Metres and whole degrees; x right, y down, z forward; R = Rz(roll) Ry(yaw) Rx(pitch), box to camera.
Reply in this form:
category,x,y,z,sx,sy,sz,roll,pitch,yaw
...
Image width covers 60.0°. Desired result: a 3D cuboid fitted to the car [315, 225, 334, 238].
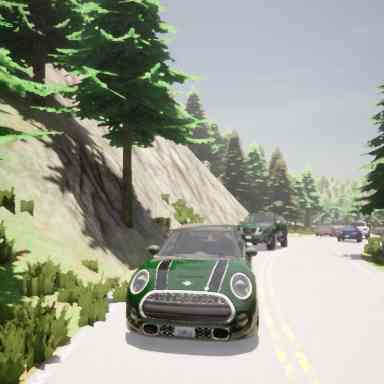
category,x,y,z,sx,sy,sz,roll,pitch,yaw
car,15.931,4.679,39.520,1.812,1.442,4.674,0,-5,31

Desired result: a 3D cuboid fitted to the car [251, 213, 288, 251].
category,x,y,z,sx,sy,sz,roll,pitch,yaw
car,4.177,2.249,19.658,2.150,2.045,5.566,-1,-5,27

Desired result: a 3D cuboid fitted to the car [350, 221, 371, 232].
category,x,y,z,sx,sy,sz,roll,pitch,yaw
car,20.323,4.631,40.451,2.150,2.045,5.566,0,-6,31

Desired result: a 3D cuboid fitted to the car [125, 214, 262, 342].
category,x,y,z,sx,sy,sz,roll,pitch,yaw
car,0.249,1.485,6.978,2.097,1.767,4.553,0,-2,9

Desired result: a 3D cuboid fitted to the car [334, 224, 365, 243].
category,x,y,z,sx,sy,sz,roll,pitch,yaw
car,15.021,3.985,31.571,1.812,1.442,4.674,0,-6,31
